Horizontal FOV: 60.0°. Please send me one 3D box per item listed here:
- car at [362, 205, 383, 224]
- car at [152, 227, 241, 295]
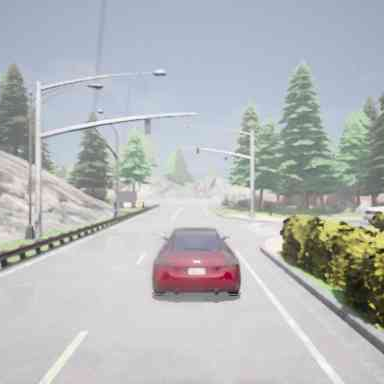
[{"bbox_3d":[16.117,1.547,25.418,5.566,2.045,2.150,0,0,0],"label":"car"},{"bbox_3d":[0.085,1.620,8.860,1.994,1.385,4.181,0,0,0],"label":"car"}]
